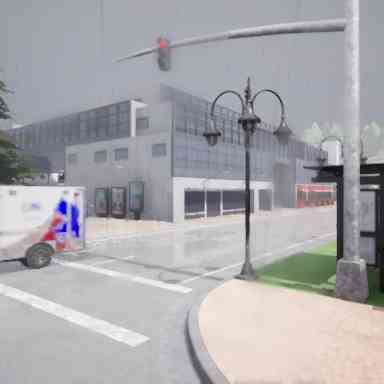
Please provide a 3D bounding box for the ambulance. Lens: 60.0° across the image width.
[{"bbox_3d":[-6.158,1.048,9.357,2.351,2.431,6.366,0,0,39],"label":"ambulance"}]
